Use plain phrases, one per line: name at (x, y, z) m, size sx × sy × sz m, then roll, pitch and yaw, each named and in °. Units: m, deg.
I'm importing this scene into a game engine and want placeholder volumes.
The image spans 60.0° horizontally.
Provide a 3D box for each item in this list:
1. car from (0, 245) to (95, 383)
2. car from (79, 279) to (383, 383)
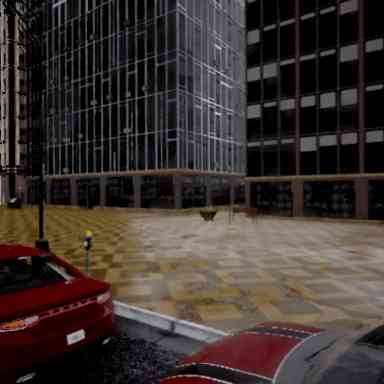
car at (-3.147, 1.498, 5.067) m, size 4.507 × 1.381 × 1.887 m, roll 0°, pitch 0°, yaw 35°
car at (1.519, 1.429, 1.810) m, size 4.097 × 1.590 × 1.967 m, roll 0°, pitch 0°, yaw 35°
